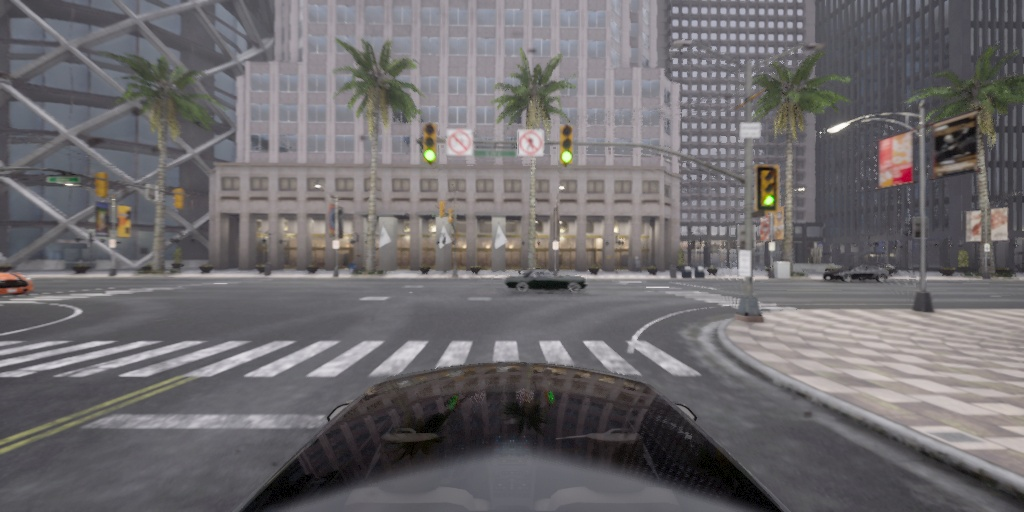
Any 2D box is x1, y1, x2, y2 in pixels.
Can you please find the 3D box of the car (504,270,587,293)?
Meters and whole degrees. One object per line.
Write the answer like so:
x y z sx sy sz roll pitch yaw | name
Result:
1.915 1.440 20.805 4.718 1.301 1.895 0 0 -1 | car

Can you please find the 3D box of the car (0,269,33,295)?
-25.936 1.058 16.907 4.553 1.767 2.097 0 0 -3 | car
